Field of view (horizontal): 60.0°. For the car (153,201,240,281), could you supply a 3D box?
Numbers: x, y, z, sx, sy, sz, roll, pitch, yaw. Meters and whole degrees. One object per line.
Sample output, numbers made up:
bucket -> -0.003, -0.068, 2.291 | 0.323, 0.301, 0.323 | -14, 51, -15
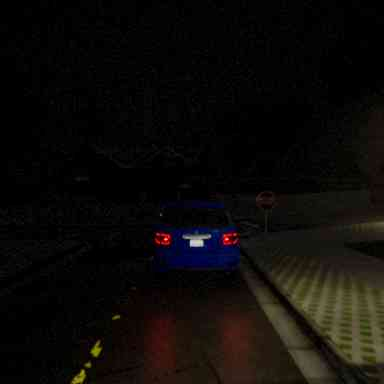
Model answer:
car -> 0.101, 1.274, 10.215 | 2.150, 2.045, 5.566 | 0, 0, 0
